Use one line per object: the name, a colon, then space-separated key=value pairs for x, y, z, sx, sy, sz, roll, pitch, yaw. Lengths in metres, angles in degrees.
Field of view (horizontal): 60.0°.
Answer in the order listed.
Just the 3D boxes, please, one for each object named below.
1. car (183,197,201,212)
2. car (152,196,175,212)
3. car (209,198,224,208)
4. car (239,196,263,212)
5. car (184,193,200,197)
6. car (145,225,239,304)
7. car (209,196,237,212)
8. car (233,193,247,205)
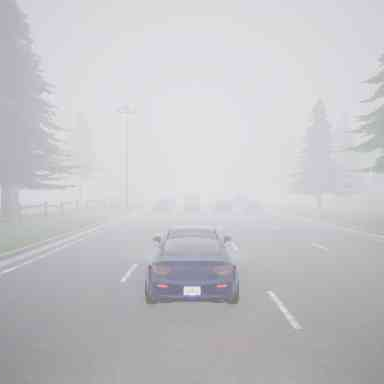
car: x=0.016 y=1.564 z=39.019 sx=1.994 sy=1.385 sz=4.181 roll=0 pitch=0 yaw=0
car: x=-3.484 y=1.547 z=38.604 sx=2.033 sy=1.411 sz=5.357 roll=0 pitch=0 yaw=0
car: x=3.520 y=1.601 z=49.051 sx=1.895 sy=1.301 sz=4.718 roll=0 pitch=0 yaw=0
car: x=7.016 y=1.526 z=39.017 sx=1.812 sy=1.442 sz=4.674 roll=0 pitch=0 yaw=0
car: x=0.020 y=1.221 z=49.053 sx=2.150 sy=2.045 sz=5.566 roll=0 pitch=0 yaw=0
car: x=0.004 y=1.526 z=7.990 sx=1.812 sy=1.442 sz=4.674 roll=0 pitch=0 yaw=0
car: x=3.516 y=1.491 z=38.601 sx=2.128 sy=1.511 sz=4.902 roll=0 pitch=0 yaw=0
car: x=7.020 y=1.221 z=49.050 sx=2.150 sy=2.045 sz=5.566 roll=0 pitch=0 yaw=0
